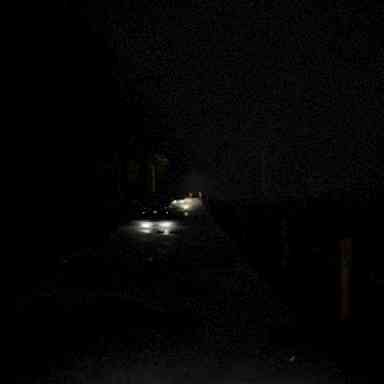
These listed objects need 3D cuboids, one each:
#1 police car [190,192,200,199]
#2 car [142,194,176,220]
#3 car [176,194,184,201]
[{"bbox_3d":[0.973,0.944,85.426,1.930,1.638,5.238,0,0,0],"label":"police car"},{"bbox_3d":[-2.845,1.184,28.445,2.150,2.045,5.566,0,0,0],"label":"car"},{"bbox_3d":[-2.742,1.180,69.121,1.994,1.385,4.181,0,0,0],"label":"car"}]
